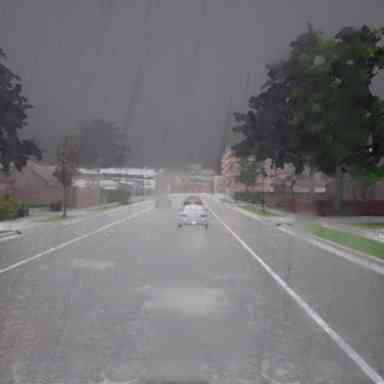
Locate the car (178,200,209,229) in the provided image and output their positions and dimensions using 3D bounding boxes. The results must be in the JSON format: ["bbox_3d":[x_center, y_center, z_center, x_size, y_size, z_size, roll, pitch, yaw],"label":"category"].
[{"bbox_3d":[0.098,1.509,21.304,1.812,1.442,4.674,0,0,0],"label":"car"}]

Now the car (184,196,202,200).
[{"bbox_3d":[0.089,1.252,38.939,2.097,1.767,4.553,0,0,0],"label":"car"}]

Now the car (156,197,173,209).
[{"bbox_3d":[-3.592,1.399,43.211,1.812,1.442,4.674,0,0,0],"label":"car"}]
